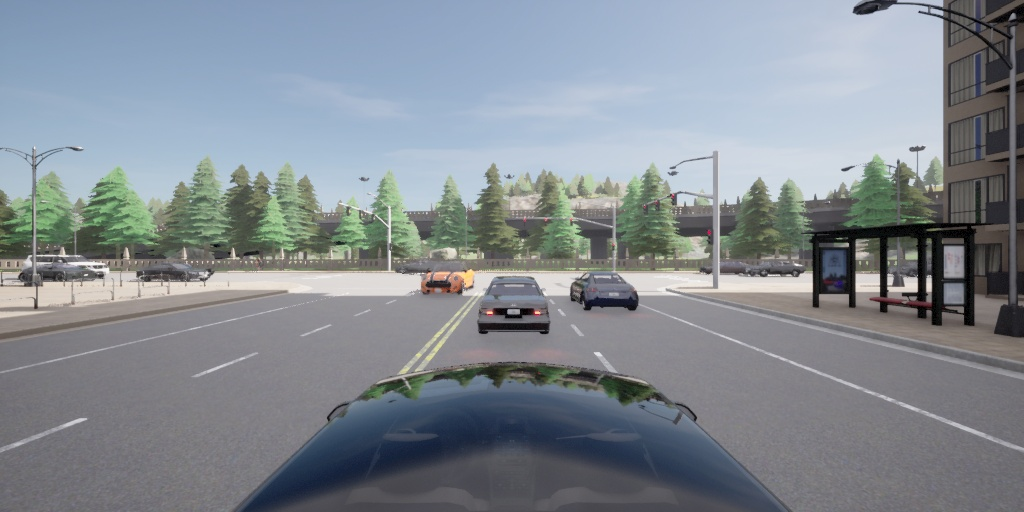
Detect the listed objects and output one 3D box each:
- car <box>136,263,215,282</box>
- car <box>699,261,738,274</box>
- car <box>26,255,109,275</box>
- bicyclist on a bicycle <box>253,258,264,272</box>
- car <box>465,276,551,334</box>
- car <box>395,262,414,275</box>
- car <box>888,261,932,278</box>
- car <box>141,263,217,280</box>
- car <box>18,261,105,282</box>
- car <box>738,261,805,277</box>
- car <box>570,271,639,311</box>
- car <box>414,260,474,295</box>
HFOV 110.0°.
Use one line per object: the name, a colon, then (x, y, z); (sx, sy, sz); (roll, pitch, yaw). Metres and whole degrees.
car: (-25.549, 1.223, 27.111); (4.674, 1.442, 1.812); (0, 0, -1)
car: (22.411, 1.246, 37.142); (5.357, 1.411, 2.033); (0, 0, 1)
car: (-38.078, 0.919, 30.633); (5.566, 2.045, 2.150); (0, 0, -1)
bicyclist on a bicycle: (-29.461, 0.999, 41.658); (0.582, 1.620, 1.656); (0, 0, 1)
car: (0.060, 1.298, 10.556); (2.033, 1.411, 5.357); (0, 0, 1)
car: (-9.707, 1.190, 37.607); (4.902, 1.511, 2.128); (0, 0, 1)
car: (37.401, 1.188, 32.571); (4.902, 1.511, 2.128); (0, 0, 12)
car: (-28.362, 1.298, 30.642); (4.718, 1.301, 1.895); (0, 0, 1)
car: (-34.242, 1.261, 27.135); (4.181, 1.385, 1.994); (0, 0, 0)
car: (24.528, 1.189, 33.562); (4.902, 1.511, 2.128); (0, 0, 2)
car: (3.579, 1.315, 14.567); (1.994, 1.385, 4.181); (0, 0, 0)
car: (-3.414, 1.102, 19.634); (2.097, 1.767, 4.553); (0, 0, 4)
